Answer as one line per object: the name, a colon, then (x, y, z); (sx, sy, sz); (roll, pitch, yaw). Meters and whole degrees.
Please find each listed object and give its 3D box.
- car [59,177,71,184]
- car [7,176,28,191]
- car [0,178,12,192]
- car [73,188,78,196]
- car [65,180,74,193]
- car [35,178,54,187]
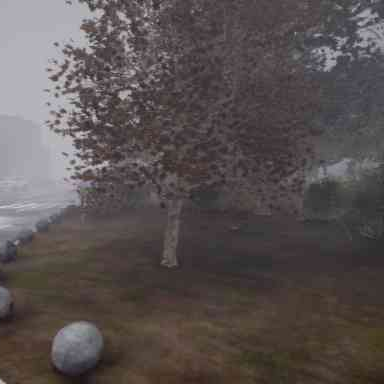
car: (-27.247, -2.483, 72.125); (2.231, 1.521, 4.892); (0, 4, -1)
car: (-26.773, -1.314, 50.026); (2.435, 2.045, 5.566); (0, 4, -1)
car: (-26.651, -0.694, 44.246); (1.946, 1.575, 5.366); (0, 4, -1)
car: (-11.451, -0.136, 37.542); (1.994, 1.385, 4.181); (0, 4, -2)
car: (-14.923, -0.546, 44.549); (1.895, 1.301, 4.718); (0, 4, -1)
car: (-27.014, -1.743, 61.065); (2.163, 1.488, 4.792); (0, 4, -1)
